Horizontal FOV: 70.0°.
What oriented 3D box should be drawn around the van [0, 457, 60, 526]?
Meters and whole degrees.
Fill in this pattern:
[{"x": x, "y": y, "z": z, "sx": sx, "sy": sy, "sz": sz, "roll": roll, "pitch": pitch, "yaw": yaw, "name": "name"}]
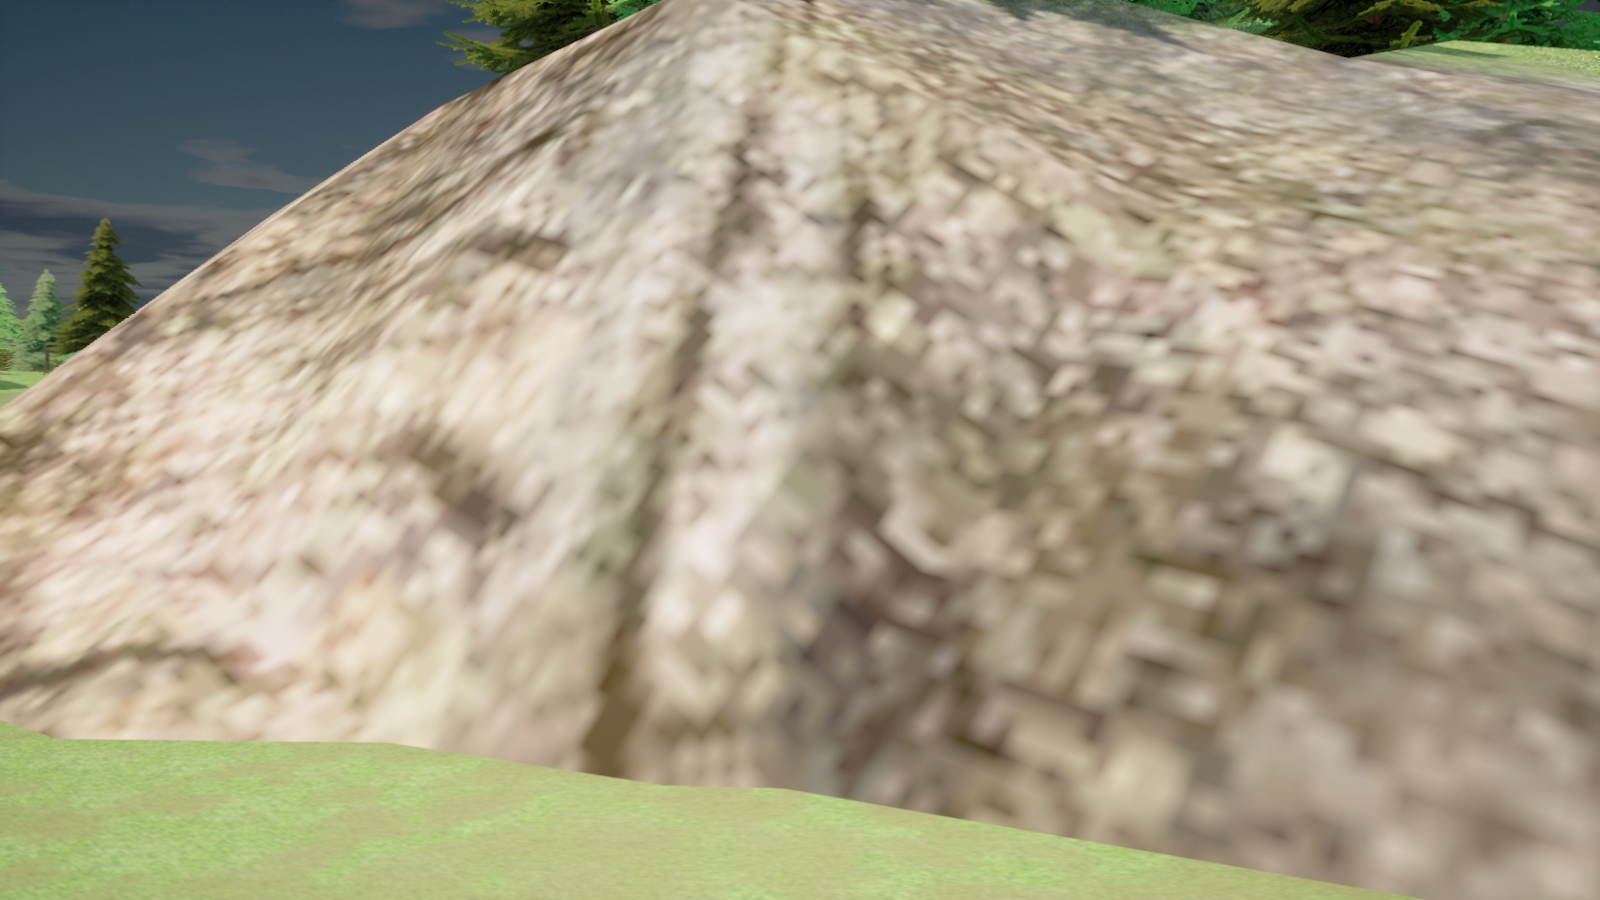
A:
[{"x": -30.766, "y": 1.552, "z": 42.637, "sx": 1.988, "sy": 2.561, "sz": 5.915, "roll": 0, "pitch": 0, "yaw": 6, "name": "van"}]
